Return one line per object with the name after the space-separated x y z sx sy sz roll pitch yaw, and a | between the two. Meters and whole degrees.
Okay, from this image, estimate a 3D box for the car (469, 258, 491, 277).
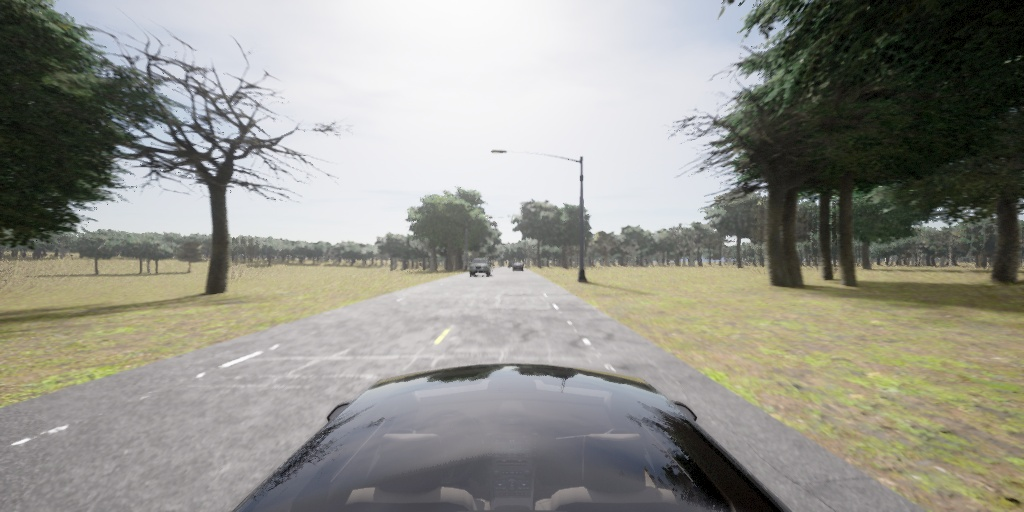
-3.572 1.252 40.794 2.150 2.045 5.566 0 -1 0 | car

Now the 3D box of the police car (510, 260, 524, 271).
1.052 1.810 62.156 1.930 1.638 5.238 0 -1 0 | police car
